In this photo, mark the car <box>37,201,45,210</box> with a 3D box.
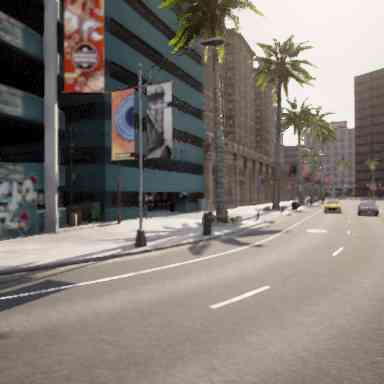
[{"bbox_3d":[-22.148,1.996,50.207,1.895,1.301,4.718,-1,0,26],"label":"car"}]

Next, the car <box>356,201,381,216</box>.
[{"bbox_3d":[18.206,1.670,34.405,1.812,1.442,4.674,-1,0,26],"label":"car"}]

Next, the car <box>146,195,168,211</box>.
[{"bbox_3d":[-5.126,1.393,42.928,2.435,2.045,5.566,-1,0,26],"label":"car"}]

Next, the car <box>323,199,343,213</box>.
[{"bbox_3d":[16.825,1.670,39.612,1.882,1.535,5.008,-1,0,26],"label":"car"}]
